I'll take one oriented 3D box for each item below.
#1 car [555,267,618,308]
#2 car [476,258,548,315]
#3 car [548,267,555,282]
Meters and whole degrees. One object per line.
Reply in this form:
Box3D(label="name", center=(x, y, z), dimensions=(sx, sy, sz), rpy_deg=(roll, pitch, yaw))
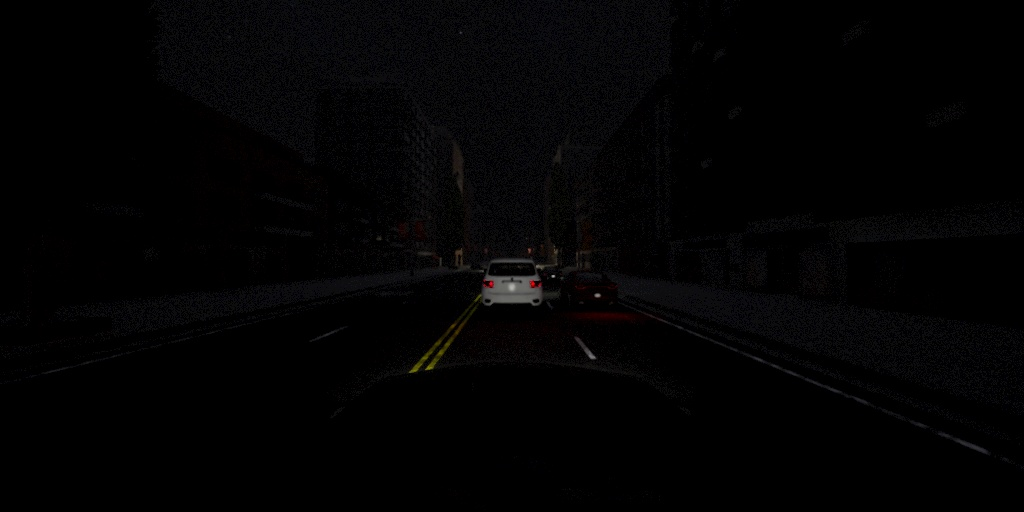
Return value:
Box3D(label="car", center=(3.279, 1.363, 16.098), dimensions=(1.882, 1.535, 5.008), rpy_deg=(0, 0, 1))
Box3D(label="car", center=(0.011, 1.095, 14.426), dimensions=(2.150, 2.045, 5.566), rpy_deg=(0, 0, 0))
Box3D(label="car", center=(3.275, 1.581, 30.291), dimensions=(1.994, 1.385, 4.181), rpy_deg=(0, 0, 0))
